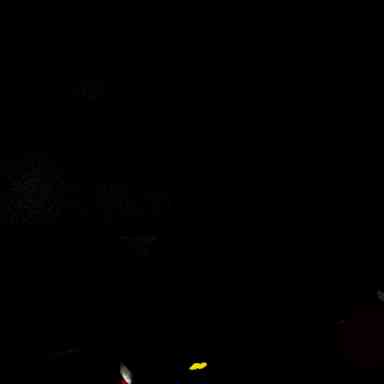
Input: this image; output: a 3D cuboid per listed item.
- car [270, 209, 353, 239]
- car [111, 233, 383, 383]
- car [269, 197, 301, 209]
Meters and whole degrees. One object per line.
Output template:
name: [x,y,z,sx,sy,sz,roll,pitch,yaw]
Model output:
car: [4.633,1.623,14.617,5.357,1.411,2.033,1,0,-27]
car: [1.315,1.546,4.378,4.674,1.442,1.812,1,0,-33]
car: [3.447,1.292,17.897,5.566,2.045,2.150,1,0,-27]
